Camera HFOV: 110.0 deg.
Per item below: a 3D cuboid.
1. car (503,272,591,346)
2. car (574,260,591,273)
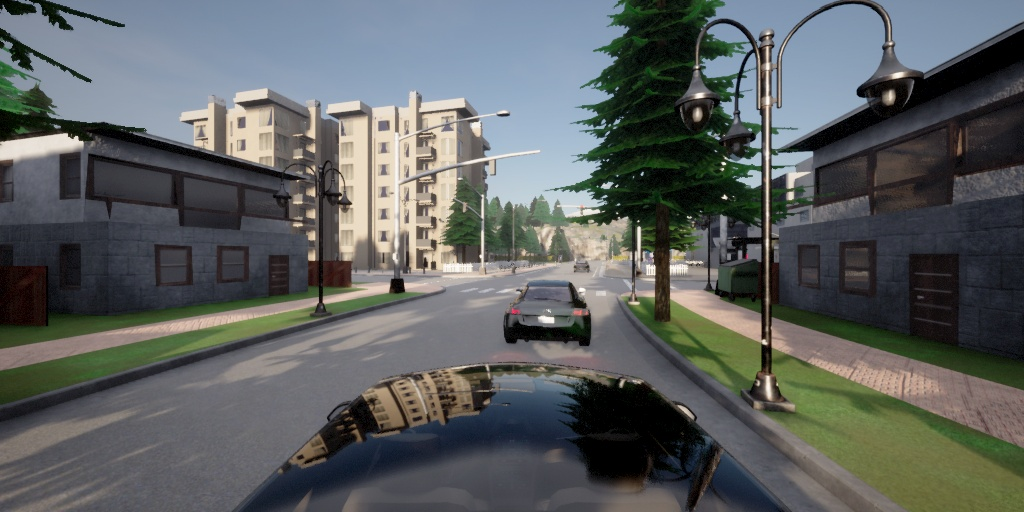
[{"bbox_3d":[1.011,1.314,9.513,1.994,1.385,4.181,0,0,9],"label":"car"},{"bbox_3d":[8.788,1.276,44.980,2.128,1.511,4.902,0,0,14],"label":"car"}]
